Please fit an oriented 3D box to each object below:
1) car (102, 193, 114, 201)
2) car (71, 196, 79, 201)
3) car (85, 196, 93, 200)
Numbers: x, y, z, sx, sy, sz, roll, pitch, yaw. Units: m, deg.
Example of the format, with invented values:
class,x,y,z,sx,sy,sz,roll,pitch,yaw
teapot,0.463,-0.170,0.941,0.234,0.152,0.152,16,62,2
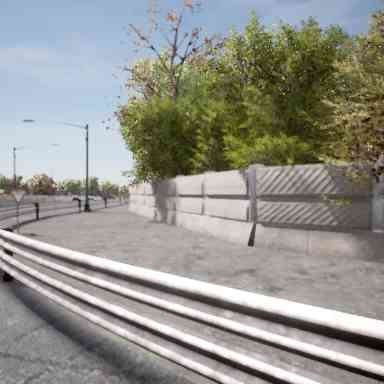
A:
class,x,y,z,sx,sy,sz,roll,pitch,yaw
car,-21.888,1.272,86.632,2.150,2.045,5.566,0,0,-5
car,-30.180,1.652,85.564,1.895,1.301,4.718,0,0,-20
car,-26.842,1.649,86.616,1.895,1.301,4.718,0,0,-20
